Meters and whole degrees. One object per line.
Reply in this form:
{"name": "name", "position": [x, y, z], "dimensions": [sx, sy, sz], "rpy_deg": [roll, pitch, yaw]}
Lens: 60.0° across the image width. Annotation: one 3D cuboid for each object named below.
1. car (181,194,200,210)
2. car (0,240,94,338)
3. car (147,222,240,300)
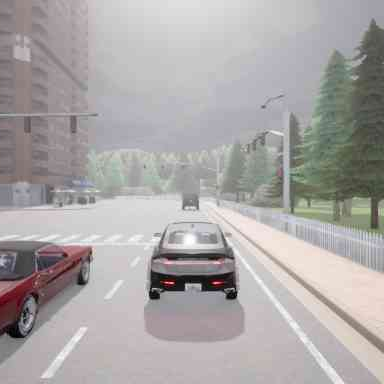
{"name": "car", "position": [-0.187, 1.221, 43.768], "dimensions": [2.150, 2.045, 5.566], "rpy_deg": [0, 0, -1]}
{"name": "car", "position": [-3.451, 1.601, 6.529], "dimensions": [1.895, 1.301, 4.718], "rpy_deg": [0, 0, 0]}
{"name": "car", "position": [0.022, 1.492, 8.378], "dimensions": [2.128, 1.511, 4.902], "rpy_deg": [0, 0, 0]}
